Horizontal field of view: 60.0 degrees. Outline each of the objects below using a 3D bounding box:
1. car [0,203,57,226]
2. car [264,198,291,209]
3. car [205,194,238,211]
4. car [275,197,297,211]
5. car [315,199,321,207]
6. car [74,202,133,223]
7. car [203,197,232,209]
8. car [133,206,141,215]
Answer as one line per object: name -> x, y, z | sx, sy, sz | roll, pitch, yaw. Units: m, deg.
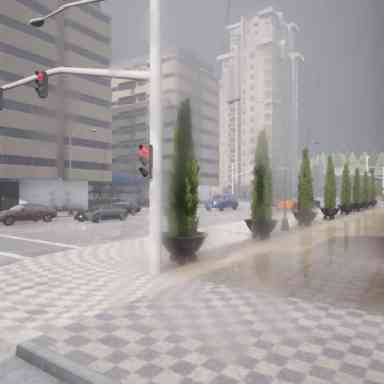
car -> -12.313, 1.581, 24.550 | 1.812, 1.442, 4.674 | 0, 0, 35
car -> 12.271, 1.603, 47.557 | 2.033, 1.411, 5.357 | 0, 0, 35
car -> 3.807, 1.277, 41.768 | 2.150, 2.045, 5.566 | 0, 0, 35
car -> 12.271, 1.407, 41.388 | 2.097, 1.767, 4.553 | 0, 0, 35
car -> 17.528, 1.533, 49.046 | 1.882, 1.535, 5.008 | 0, 0, 35
car -> -7.043, 1.619, 26.064 | 1.994, 1.385, 4.181 | 0, 0, 35
car -> 3.720, 1.560, 47.775 | 1.837, 1.490, 4.892 | 0, 0, 35
car -> -7.164, 1.656, 32.052 | 1.895, 1.301, 4.718 | 0, 0, 35
